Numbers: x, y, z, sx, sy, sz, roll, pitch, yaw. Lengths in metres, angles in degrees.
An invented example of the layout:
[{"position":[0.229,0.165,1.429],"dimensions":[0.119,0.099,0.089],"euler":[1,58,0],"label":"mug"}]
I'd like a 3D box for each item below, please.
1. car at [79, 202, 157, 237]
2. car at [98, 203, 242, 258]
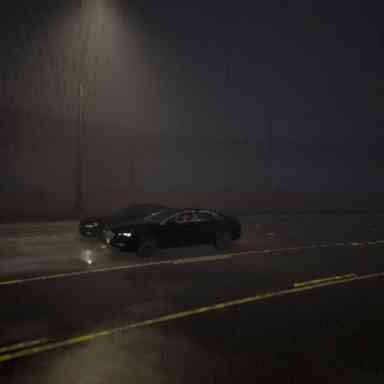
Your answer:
[{"position":[-2.386,1.224,14.784],"dimensions":[5.008,1.535,1.882],"euler":[0,0,-29],"label":"car"},{"position":[-0.511,1.297,11.786],"dimensions":[4.902,1.511,2.128],"euler":[0,1,-29],"label":"car"}]
